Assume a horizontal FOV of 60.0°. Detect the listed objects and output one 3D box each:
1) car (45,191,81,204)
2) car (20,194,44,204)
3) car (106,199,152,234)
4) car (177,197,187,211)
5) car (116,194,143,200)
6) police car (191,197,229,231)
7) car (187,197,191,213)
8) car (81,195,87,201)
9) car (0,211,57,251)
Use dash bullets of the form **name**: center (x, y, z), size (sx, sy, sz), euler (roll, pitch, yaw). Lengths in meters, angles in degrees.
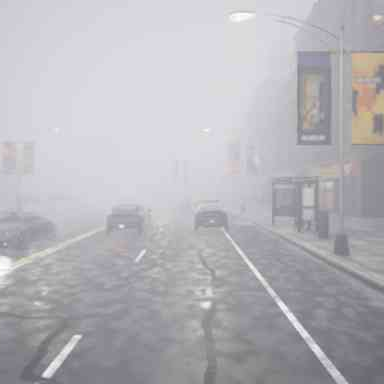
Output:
- **car**: center (-20.932, 0.854, 53.966), size (5.566, 2.045, 2.150), euler (1, 1, 39)
- **car**: center (-26.470, 1.142, 53.579), size (4.892, 1.490, 1.837), euler (1, 0, 33)
- **car**: center (-3.402, 1.380, 18.445), size (1.837, 1.490, 4.892), euler (0, 0, 0)
- **car**: center (-0.300, 1.276, 37.087), size (1.812, 1.442, 4.674), euler (0, 0, -14)
- **car**: center (-10.799, 1.123, 54.635), size (2.128, 1.511, 4.902), euler (0, 1, -43)
- **police car**: center (1.048, 1.292, 19.721), size (1.930, 1.638, 5.238), euler (0, 0, 0)
- **car**: center (0.870, 1.251, 30.343), size (1.801, 1.575, 5.366), euler (0, 0, -5)
- **car**: center (-22.567, 1.125, 63.815), size (5.357, 1.411, 2.033), euler (0, 0, 27)
- **car**: center (-7.123, 1.473, 13.402), size (1.994, 1.385, 4.181), euler (0, 0, 0)
